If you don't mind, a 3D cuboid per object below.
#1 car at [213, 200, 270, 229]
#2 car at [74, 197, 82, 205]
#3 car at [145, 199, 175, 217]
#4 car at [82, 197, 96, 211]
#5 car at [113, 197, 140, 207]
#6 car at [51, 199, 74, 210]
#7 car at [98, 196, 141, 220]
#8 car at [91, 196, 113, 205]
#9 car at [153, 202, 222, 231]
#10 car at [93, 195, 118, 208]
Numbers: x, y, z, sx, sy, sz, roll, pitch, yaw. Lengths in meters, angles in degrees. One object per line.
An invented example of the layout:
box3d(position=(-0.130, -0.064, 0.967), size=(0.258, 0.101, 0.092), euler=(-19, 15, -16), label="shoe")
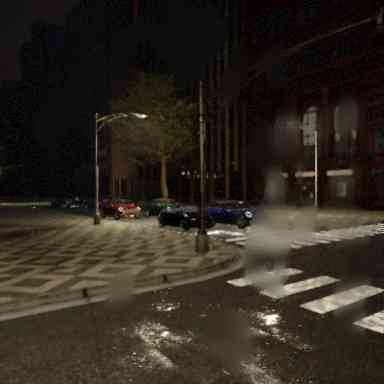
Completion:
box3d(position=(2.920, 1.339, 21.859), size=(2.097, 1.767, 4.553), euler=(-1, 0, -37), label="car")
box3d(position=(-20.396, 1.636, 60.244), size=(2.033, 1.411, 5.357), euler=(-1, 0, -36), label="car")
box3d(position=(-2.253, 1.366, 29.034), size=(2.097, 1.767, 4.553), euler=(-1, 0, -36), label="car")
box3d(position=(-12.180, 1.539, 42.914), size=(1.882, 1.535, 5.008), euler=(-1, 0, -35), label="car")
box3d(position=(-10.251, 1.567, 51.572), size=(2.033, 1.411, 5.357), euler=(-1, 0, -35), label="car")
box3d(position=(-18.047, 1.633, 45.580), size=(1.812, 1.442, 4.674), euler=(-1, 0, -35), label="car")
box3d(position=(-6.191, 1.402, 28.945), size=(2.097, 1.767, 4.553), euler=(-1, 0, -36), label="car")
box3d(position=(-16.235, 1.543, 59.851), size=(2.128, 1.511, 4.902), euler=(-1, 0, -36), label="car")
box3d(position=(-0.407, 1.584, 20.888), size=(1.994, 1.385, 4.181), euler=(-1, 0, -36), label="car")
box3d(position=(-13.105, 1.402, 50.078), size=(2.097, 1.767, 4.553), euler=(-1, 0, -36), label="car")
